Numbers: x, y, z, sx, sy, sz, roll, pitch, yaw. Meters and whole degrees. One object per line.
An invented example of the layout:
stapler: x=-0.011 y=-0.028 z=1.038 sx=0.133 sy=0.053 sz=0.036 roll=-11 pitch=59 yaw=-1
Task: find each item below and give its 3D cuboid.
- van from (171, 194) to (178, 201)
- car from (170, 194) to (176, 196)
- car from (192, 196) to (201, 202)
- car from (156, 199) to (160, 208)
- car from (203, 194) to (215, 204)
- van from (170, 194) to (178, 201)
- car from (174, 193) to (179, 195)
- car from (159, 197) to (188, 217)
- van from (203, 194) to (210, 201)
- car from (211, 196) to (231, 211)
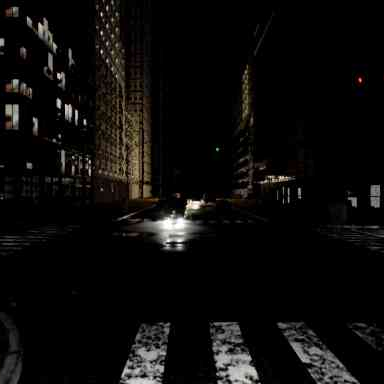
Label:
van: x=-4.438 y=1.330 z=85.904 sx=1.690 sy=1.788 sz=3.998 roll=0 pitch=0 yaw=0
car: x=-4.281 y=1.575 z=63.794 sx=1.947 sy=1.339 sz=4.313 roll=0 pitch=0 yaw=0
car: x=0.980 y=1.525 z=73.182 sx=1.812 sy=1.442 sz=4.674 roll=0 pitch=0 yaw=0
car: x=-4.163 y=1.601 z=47.212 sx=1.802 sy=1.307 sz=4.206 roll=0 pitch=0 yaw=0
car: x=3.600 y=1.324 z=63.850 sx=2.192 sy=1.841 sz=5.009 roll=0 pitch=0 yaw=0
van: x=-4.399 y=1.335 z=80.377 sx=1.690 sy=1.788 sz=3.998 roll=0 pitch=0 yaw=0
car: x=-4.360 y=1.439 z=74.850 sx=1.967 sy=1.590 sz=4.097 roll=0 pitch=0 yaw=0
car: x=-1.600 y=1.515 z=31.966 sx=2.128 sy=1.511 sz=4.902 roll=0 pitch=0 yaw=0
van: x=3.481 y=1.335 z=80.433 sx=1.690 sy=1.788 sz=3.998 roll=0 pitch=0 yaw=0
car: x=3.806 y=1.586 z=41.742 sx=1.947 sy=1.339 sz=4.313 roll=0 pitch=0 yaw=0
